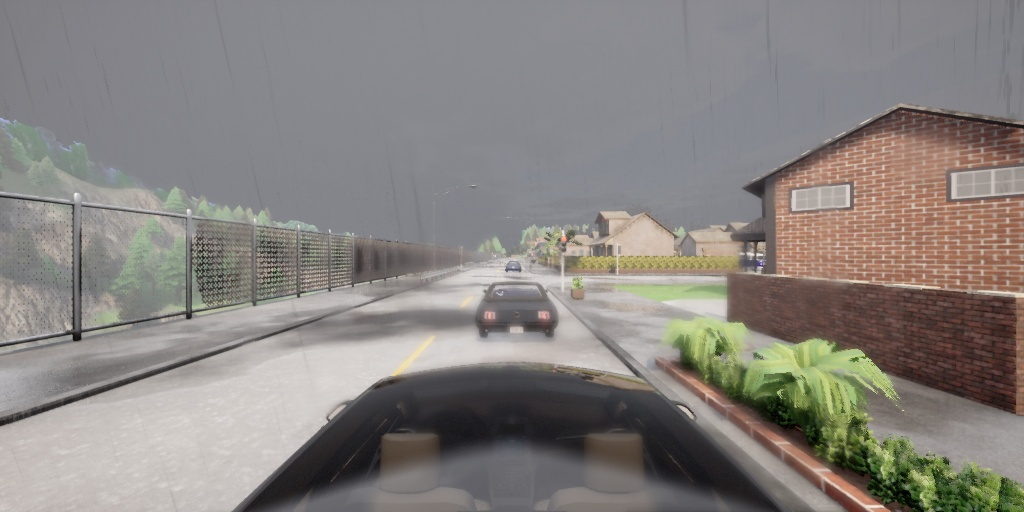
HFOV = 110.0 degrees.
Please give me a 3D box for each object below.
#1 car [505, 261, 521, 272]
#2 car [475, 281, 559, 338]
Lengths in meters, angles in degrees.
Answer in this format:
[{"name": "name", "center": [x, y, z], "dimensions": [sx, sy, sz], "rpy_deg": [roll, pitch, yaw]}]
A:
[{"name": "car", "center": [0.184, 1.314, 45.425], "dimensions": [1.994, 1.385, 4.181], "rpy_deg": [0, 0, 0]}, {"name": "car", "center": [0.115, 1.351, 10.184], "dimensions": [1.895, 1.301, 4.718], "rpy_deg": [0, 0, 0]}]
